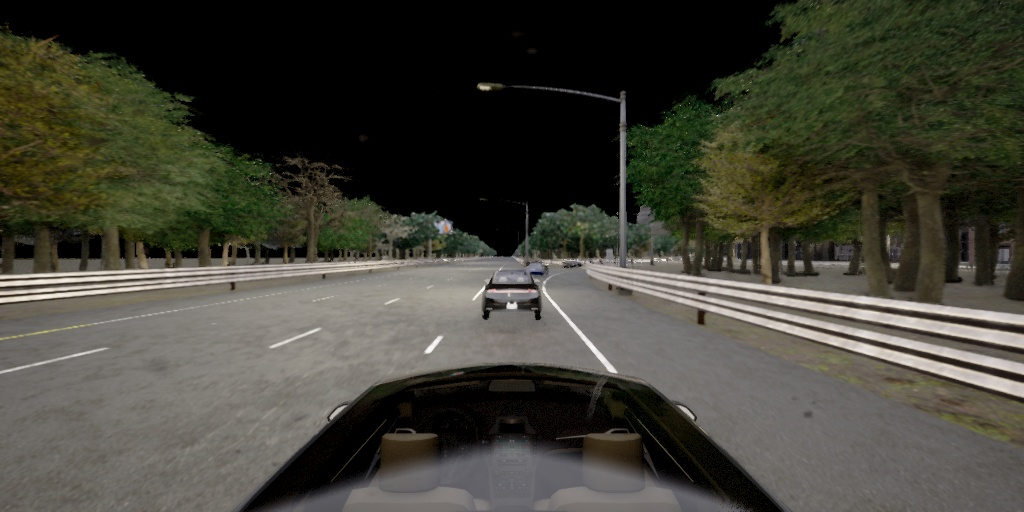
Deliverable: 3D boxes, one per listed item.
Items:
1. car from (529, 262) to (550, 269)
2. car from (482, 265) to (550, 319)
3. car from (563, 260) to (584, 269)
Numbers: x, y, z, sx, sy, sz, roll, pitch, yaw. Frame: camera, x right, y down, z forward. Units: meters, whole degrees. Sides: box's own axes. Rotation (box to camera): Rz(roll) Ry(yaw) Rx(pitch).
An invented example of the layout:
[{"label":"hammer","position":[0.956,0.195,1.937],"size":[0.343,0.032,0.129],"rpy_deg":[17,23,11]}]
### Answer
[{"label":"car","position":[2.601,1.284,36.483],"size":[1.994,1.385,4.181],"rpy_deg":[0,0,14]},{"label":"car","position":[0.005,1.232,12.690],"size":[2.128,1.511,4.902],"rpy_deg":[0,0,0]},{"label":"car","position":[9.565,1.297,55.205],"size":[1.895,1.301,4.718],"rpy_deg":[0,0,28]}]
